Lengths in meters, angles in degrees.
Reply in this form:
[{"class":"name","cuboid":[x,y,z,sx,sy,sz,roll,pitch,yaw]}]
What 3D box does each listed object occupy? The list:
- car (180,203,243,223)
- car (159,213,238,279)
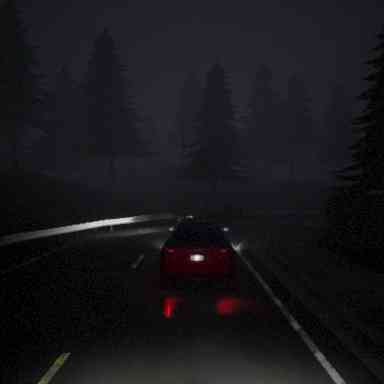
[{"class":"car","cuboid":[1.199,1.479,21.738,4.902,1.511,2.128,0,0,-36]},{"class":"car","cuboid":[0.193,1.564,10.072,1.994,1.385,4.181,0,0,2]}]
